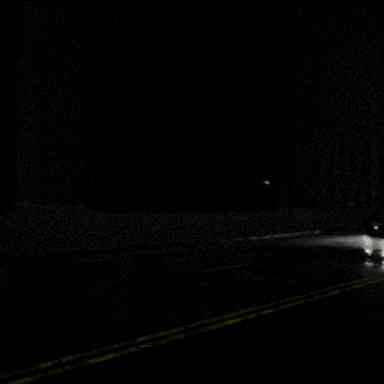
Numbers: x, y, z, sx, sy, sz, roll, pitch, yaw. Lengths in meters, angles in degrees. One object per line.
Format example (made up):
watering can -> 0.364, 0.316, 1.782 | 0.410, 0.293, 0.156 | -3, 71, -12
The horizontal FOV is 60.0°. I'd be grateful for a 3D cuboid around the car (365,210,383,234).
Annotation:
car -> 12.659, 1.833, 20.684 | 4.902, 1.511, 2.128 | 1, -1, -35
